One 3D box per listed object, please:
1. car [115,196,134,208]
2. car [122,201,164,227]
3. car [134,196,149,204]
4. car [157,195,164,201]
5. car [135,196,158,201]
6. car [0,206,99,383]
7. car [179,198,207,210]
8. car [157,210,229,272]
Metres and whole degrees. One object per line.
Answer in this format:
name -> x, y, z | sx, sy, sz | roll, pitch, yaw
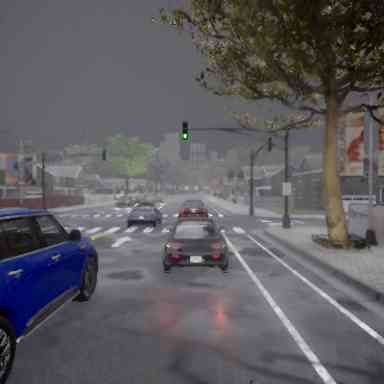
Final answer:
car -> -9.804, 1.318, 48.509 | 2.097, 1.767, 4.553 | 0, 0, 0
car -> -3.145, 1.558, 22.669 | 1.994, 1.385, 4.181 | 0, 0, 0
car -> -9.729, 1.489, 63.978 | 2.033, 1.411, 5.357 | 0, 0, 0
car -> -6.486, 1.446, 63.985 | 1.837, 1.490, 4.892 | 0, 0, 1
car -> -6.559, 1.567, 48.016 | 1.895, 1.301, 4.718 | 0, 0, 0
car -> -3.164, 1.220, 5.091 | 2.150, 2.045, 5.566 | 0, 0, 0
car -> 0.109, 1.343, 25.419 | 2.097, 1.767, 4.553 | 0, 0, 0
car -> 0.104, 1.524, 10.668 | 1.812, 1.442, 4.674 | 0, 0, 0
